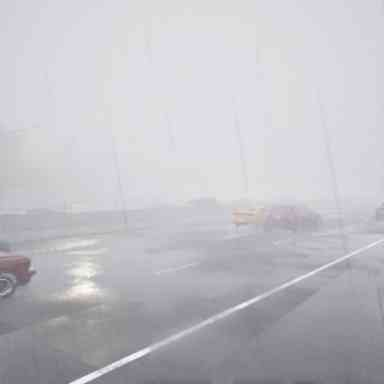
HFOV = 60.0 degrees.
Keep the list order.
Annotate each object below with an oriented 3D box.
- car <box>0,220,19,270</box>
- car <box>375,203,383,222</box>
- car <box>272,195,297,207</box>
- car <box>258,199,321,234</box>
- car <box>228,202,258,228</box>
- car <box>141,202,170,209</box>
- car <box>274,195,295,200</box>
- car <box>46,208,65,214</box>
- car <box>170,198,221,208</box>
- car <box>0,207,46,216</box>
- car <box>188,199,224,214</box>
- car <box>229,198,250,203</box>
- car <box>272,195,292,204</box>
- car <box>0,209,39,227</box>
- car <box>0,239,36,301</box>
[{"bbox_3d":[-7.961,1.727,9.651,1.837,1.490,4.892,-1,-1,41],"label":"car"},{"bbox_3d":[16.363,1.582,27.041,2.128,1.511,4.902,-1,-1,41],"label":"car"},{"bbox_3d":[16.632,1.582,59.505,2.150,2.045,5.566,-1,-1,41],"label":"car"},{"bbox_3d":[6.328,1.534,20.683,2.097,1.767,4.553,-1,-1,41],"label":"car"},{"bbox_3d":[4.924,1.725,24.396,1.882,1.535,5.008,-1,-1,41],"label":"car"},{"bbox_3d":[-4.118,2.038,40.959,1.882,1.535,5.008,-1,-1,41],"label":"car"},{"bbox_3d":[14.387,1.674,51.609,2.097,1.767,4.553,-1,-1,41],"label":"car"},{"bbox_3d":[-12.485,1.977,26.033,1.882,1.535,5.008,-1,-1,41],"label":"car"},{"bbox_3d":[0.630,1.656,35.764,2.150,2.045,5.566,-1,-1,41],"label":"car"},{"bbox_3d":[-12.176,1.955,21.070,1.812,1.442,4.674,-1,-1,41],"label":"car"},{"bbox_3d":[1.827,1.822,42.465,2.097,1.767,4.553,-1,-1,41],"label":"car"},{"bbox_3d":[7.845,1.813,54.750,2.097,1.767,4.553,-1,-1,41],"label":"car"},{"bbox_3d":[18.107,1.422,66.604,2.097,1.767,4.553,-1,-1,41],"label":"car"},{"bbox_3d":[-15.594,2.154,27.788,1.895,1.301,4.718,-1,-1,41],"label":"car"},{"bbox_3d":[-5.846,1.756,6.751,1.895,1.301,4.718,-1,-1,41],"label":"car"}]
